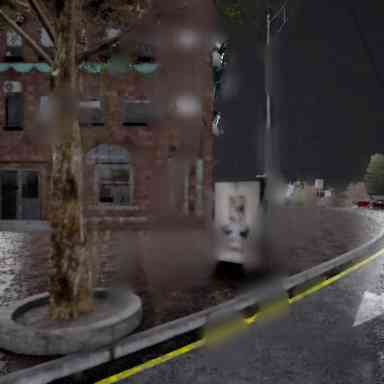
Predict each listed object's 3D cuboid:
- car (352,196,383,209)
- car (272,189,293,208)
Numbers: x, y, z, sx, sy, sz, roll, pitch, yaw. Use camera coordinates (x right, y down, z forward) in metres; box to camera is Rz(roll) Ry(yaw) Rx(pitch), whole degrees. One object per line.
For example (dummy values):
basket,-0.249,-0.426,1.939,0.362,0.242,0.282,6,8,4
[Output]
car,18.119,1.034,33.443,1.895,1.301,4.718,1,0,-1
car,8.653,0.732,36.751,5.566,2.045,2.435,0,-1,-31
